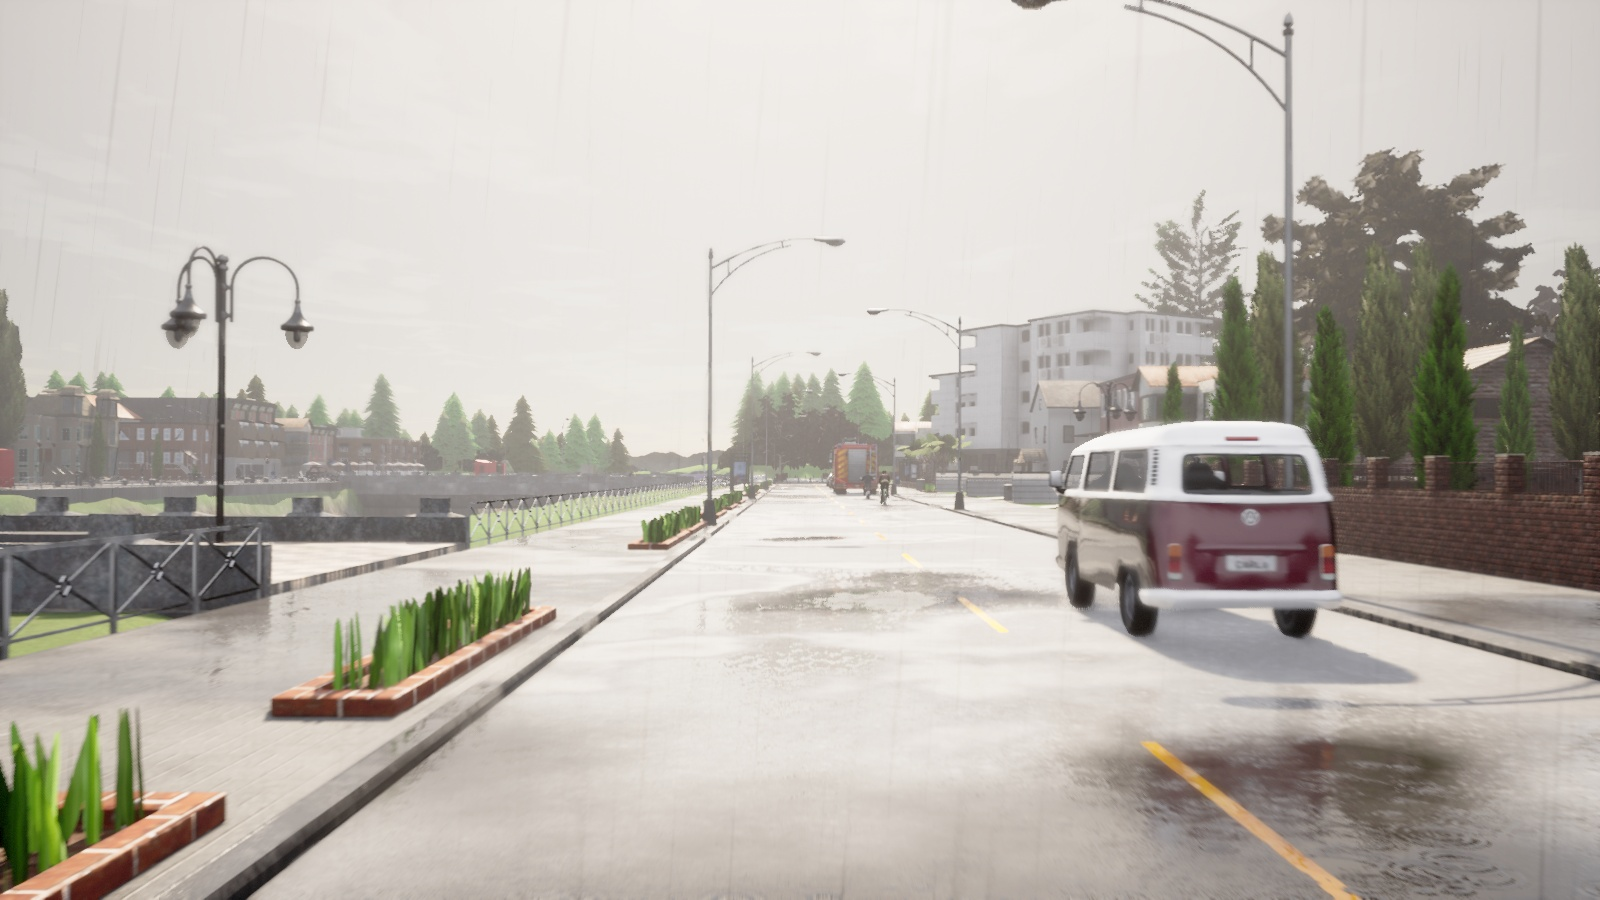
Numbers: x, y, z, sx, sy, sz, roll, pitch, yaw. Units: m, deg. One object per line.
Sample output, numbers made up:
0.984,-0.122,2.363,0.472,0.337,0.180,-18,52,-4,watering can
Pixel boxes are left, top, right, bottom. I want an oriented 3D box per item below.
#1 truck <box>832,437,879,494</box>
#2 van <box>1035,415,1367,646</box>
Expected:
3.789,1.106,87.911,2.891,3.827,8.468,0,-1,0,truck
3.968,0.746,13.351,2.069,2.038,4.480,0,-1,0,van
